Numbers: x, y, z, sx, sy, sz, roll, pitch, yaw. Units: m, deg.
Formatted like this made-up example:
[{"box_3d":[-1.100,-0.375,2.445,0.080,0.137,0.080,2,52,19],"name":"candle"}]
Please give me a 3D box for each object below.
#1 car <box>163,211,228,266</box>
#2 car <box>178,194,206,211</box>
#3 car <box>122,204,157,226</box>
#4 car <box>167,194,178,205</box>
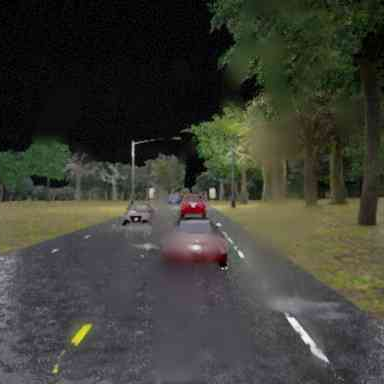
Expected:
[{"box_3d":[0.095,1.559,11.531,1.994,1.385,4.181,0,0,0],"name":"car"},{"box_3d":[0.111,1.220,29.775,2.150,2.045,5.566,0,0,0],"name":"car"},{"box_3d":[-3.590,1.556,23.327,1.994,1.385,4.181,0,0,0],"name":"car"},{"box_3d":[-3.488,1.424,64.317,2.150,2.045,5.566,0,-1,0],"name":"car"}]
